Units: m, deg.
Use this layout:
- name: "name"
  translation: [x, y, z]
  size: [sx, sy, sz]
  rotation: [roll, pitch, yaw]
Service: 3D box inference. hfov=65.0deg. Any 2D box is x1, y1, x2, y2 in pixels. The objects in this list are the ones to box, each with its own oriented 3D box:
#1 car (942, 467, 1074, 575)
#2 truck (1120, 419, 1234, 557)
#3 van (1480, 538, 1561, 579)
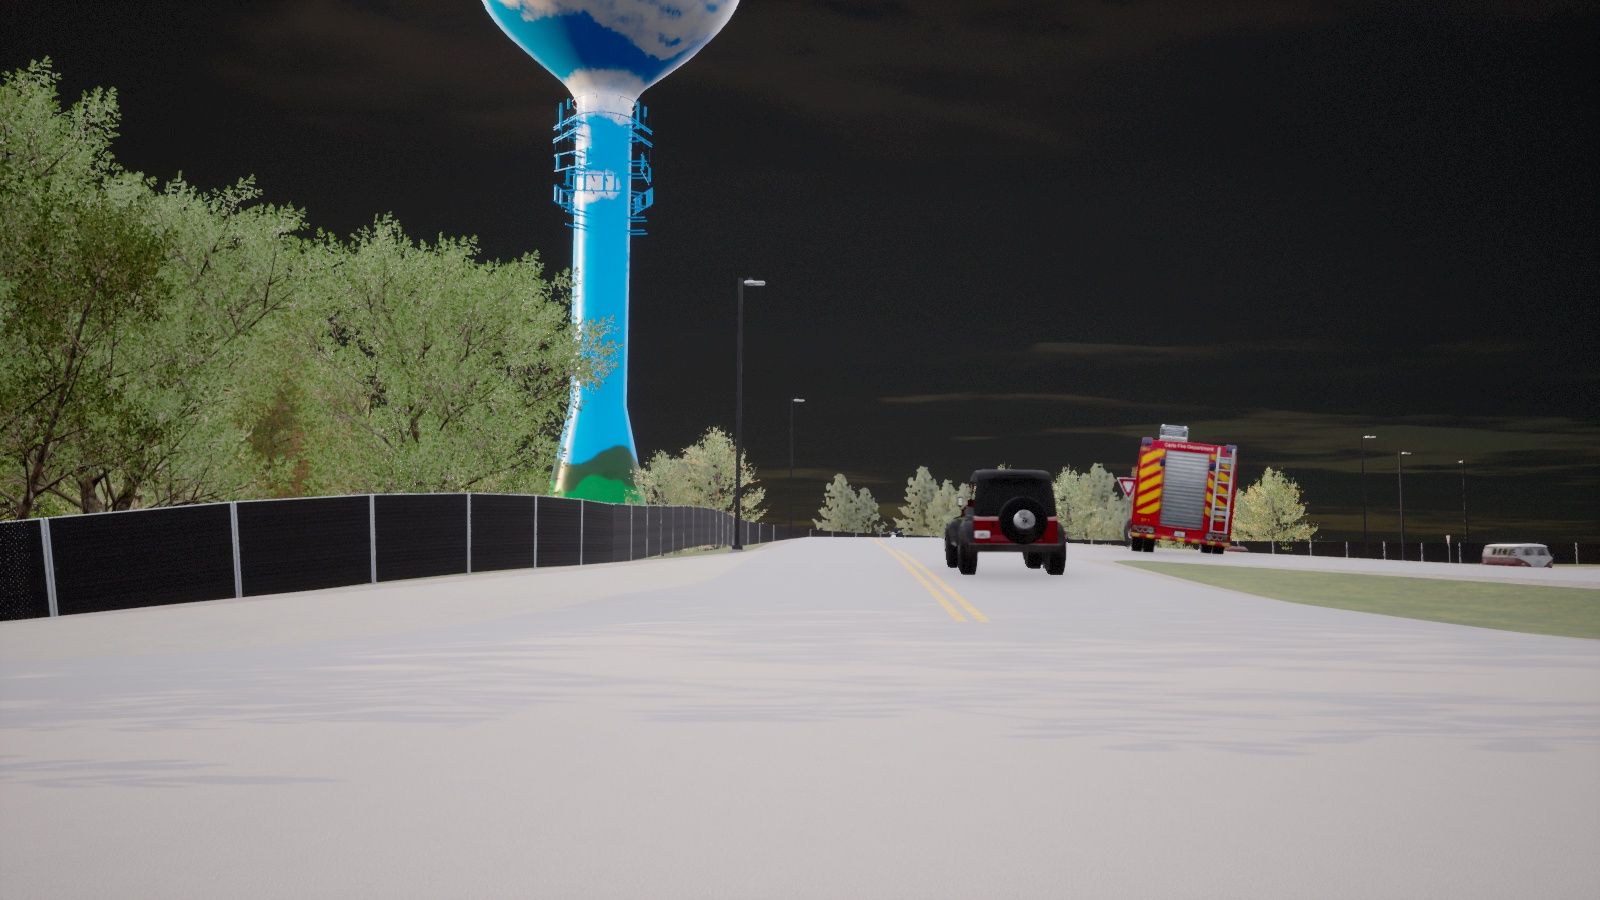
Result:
- name: "car"
  translation: [3.832, 1.311, 23.776]
  size: [1.905, 1.878, 3.866]
  rotation: [0, -2, 1]
- name: "truck"
  translation: [12.245, 1.368, 41.135]
  size: [2.891, 3.827, 8.468]
  rotation: [5, -2, 16]
- name: "van"
  translation: [35.956, 5.394, 62.813]
  size: [1.775, 1.987, 4.442]
  rotation: [0, -4, 5]
